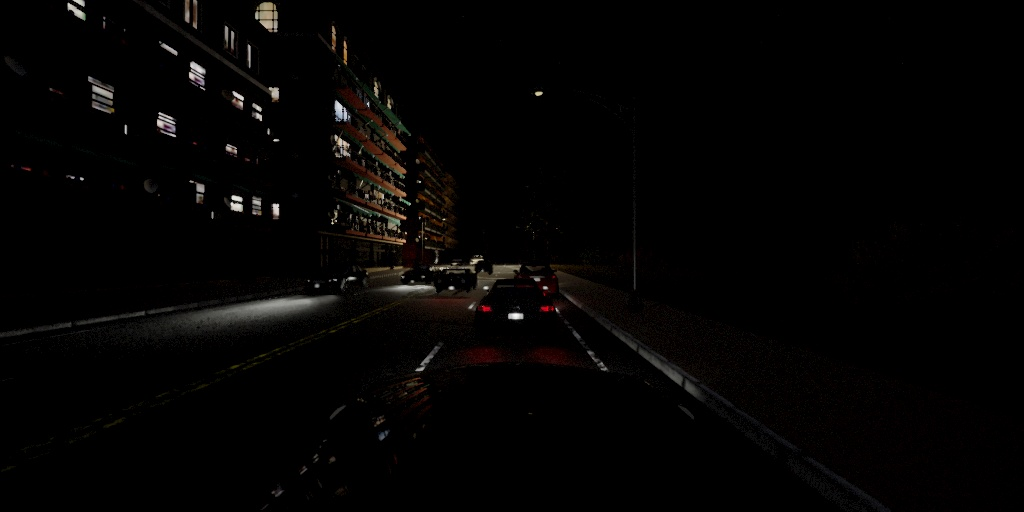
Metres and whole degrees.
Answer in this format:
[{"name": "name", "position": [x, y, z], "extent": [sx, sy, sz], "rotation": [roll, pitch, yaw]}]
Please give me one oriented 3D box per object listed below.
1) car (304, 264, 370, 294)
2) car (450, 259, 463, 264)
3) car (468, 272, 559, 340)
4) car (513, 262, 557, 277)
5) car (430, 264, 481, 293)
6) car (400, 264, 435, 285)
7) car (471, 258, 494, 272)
[{"name": "car", "position": [-9.836, 1.244, 20.548], "extent": [2.128, 1.511, 4.902], "rotation": [0, 0, 0]}, {"name": "car", "position": [-9.757, 1.242, 63.270], "extent": [2.128, 1.511, 4.902], "rotation": [0, 0, 0]}, {"name": "car", "position": [0.101, 1.315, 10.017], "extent": [1.994, 1.385, 4.181], "rotation": [0, 0, 0]}, {"name": "car", "position": [1.150, 1.103, 18.596], "extent": [2.097, 1.767, 4.553], "rotation": [0, 0, 0]}, {"name": "car", "position": [-3.137, 1.353, 20.862], "extent": [1.895, 1.301, 4.718], "rotation": [0, 0, 0]}, {"name": "car", "position": [-6.582, 1.300, 26.357], "extent": [2.033, 1.411, 5.357], "rotation": [0, 0, 0]}, {"name": "car", "position": [-3.118, 1.259, 40.224], "extent": [1.837, 1.490, 4.892], "rotation": [0, 1, 0]}]
